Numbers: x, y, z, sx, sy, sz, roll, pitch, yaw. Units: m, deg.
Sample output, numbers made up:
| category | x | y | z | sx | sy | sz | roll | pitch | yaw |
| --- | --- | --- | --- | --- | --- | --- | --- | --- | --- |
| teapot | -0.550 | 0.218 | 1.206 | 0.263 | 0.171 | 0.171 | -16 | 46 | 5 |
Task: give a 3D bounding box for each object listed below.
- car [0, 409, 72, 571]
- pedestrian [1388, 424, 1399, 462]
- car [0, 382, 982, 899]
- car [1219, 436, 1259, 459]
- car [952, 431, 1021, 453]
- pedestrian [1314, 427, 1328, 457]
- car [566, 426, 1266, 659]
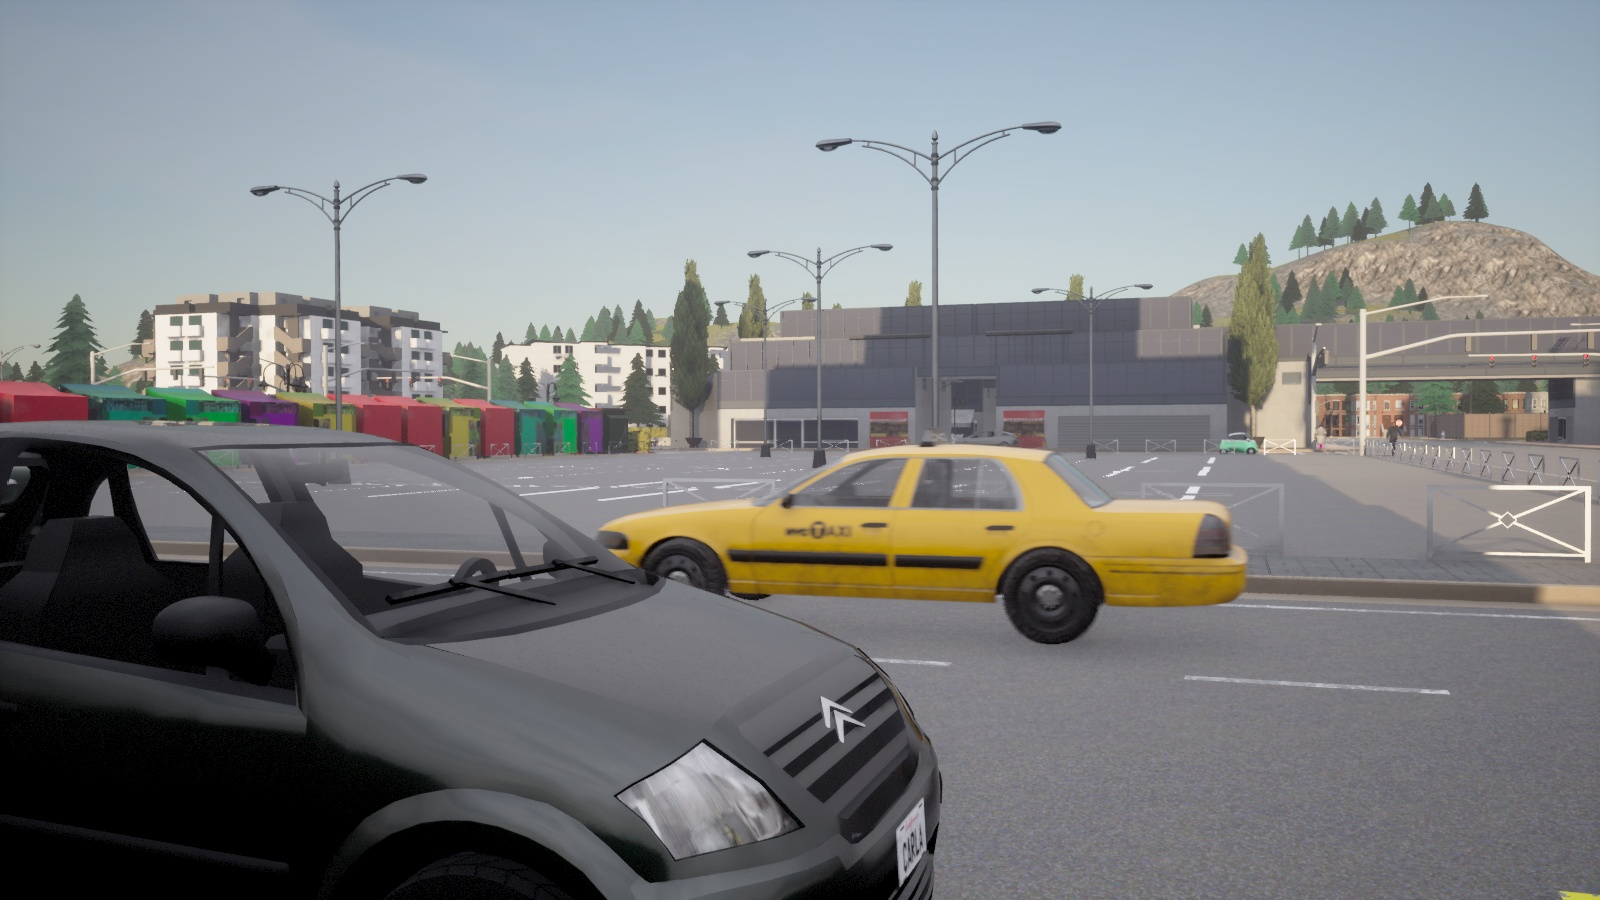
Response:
| category | x | y | z | sx | sy | sz | roll | pitch | yaw |
| --- | --- | --- | --- | --- | --- | --- | --- | --- | --- |
| car | -10.906 | 0.416 | 14.240 | 4.553 | 1.767 | 2.097 | 1 | 1 | 19 |
| pedestrian | 30.095 | -0.366 | 63.674 | 0.423 | 1.949 | 0.788 | 1 | 1 | 18 |
| car | -1.613 | 0.659 | 3.733 | 3.988 | 1.617 | 1.851 | 1 | 1 | 19 |
| car | 25.909 | -0.153 | 74.125 | 2.207 | 1.376 | 1.481 | 0 | 1 | 20 |
| car | 13.353 | -0.561 | 89.930 | 4.514 | 1.525 | 2.007 | 1 | 1 | 20 |
| pedestrian | 34.176 | -0.530 | 82.380 | 0.659 | 1.952 | 0.873 | 0 | 1 | 8 |
| car | 0.916 | 0.605 | 10.267 | 5.366 | 1.575 | 1.801 | 1 | 1 | 19 |
